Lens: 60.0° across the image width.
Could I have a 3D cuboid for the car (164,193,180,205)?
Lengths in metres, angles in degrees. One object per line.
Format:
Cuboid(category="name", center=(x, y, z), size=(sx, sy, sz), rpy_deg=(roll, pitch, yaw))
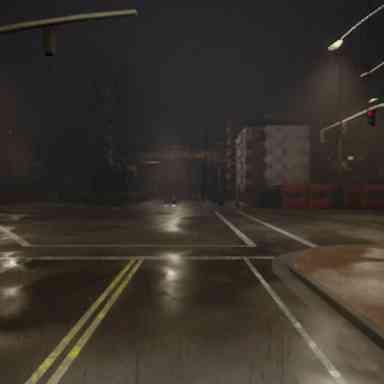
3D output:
Cuboid(category="car", center=(-3.496, 1.325, 54.321), size=(2.033, 1.411, 5.357), rpy_deg=(0, 0, 0))
